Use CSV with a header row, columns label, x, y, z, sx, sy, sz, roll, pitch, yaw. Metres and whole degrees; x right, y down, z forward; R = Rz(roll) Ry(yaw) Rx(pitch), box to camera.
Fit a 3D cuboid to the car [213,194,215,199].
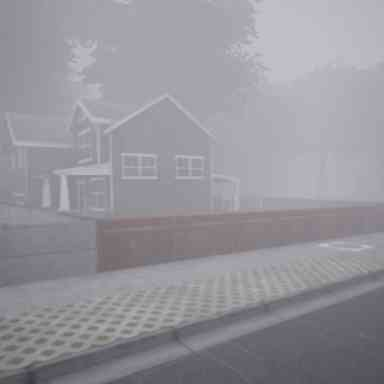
label,x,y,z,sx,sy,sz,roll,pitch,yaw
car,2.381,0.803,46.824,1.994,1.385,4.181,-2,3,-35
